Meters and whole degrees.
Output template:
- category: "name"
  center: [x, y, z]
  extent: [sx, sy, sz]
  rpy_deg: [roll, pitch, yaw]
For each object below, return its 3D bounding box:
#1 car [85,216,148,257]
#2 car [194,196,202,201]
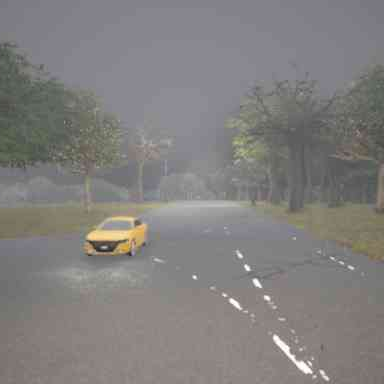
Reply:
- category: "car"
  center: [-3.226, 1.875, 15.024]
  extent: [1.882, 1.535, 5.008]
  rpy_deg: [-1, -1, 2]
- category: "car"
  center: [1.803, 1.817, 92.761]
  extent: [2.033, 1.411, 5.357]
  rpy_deg: [-1, -1, 9]
